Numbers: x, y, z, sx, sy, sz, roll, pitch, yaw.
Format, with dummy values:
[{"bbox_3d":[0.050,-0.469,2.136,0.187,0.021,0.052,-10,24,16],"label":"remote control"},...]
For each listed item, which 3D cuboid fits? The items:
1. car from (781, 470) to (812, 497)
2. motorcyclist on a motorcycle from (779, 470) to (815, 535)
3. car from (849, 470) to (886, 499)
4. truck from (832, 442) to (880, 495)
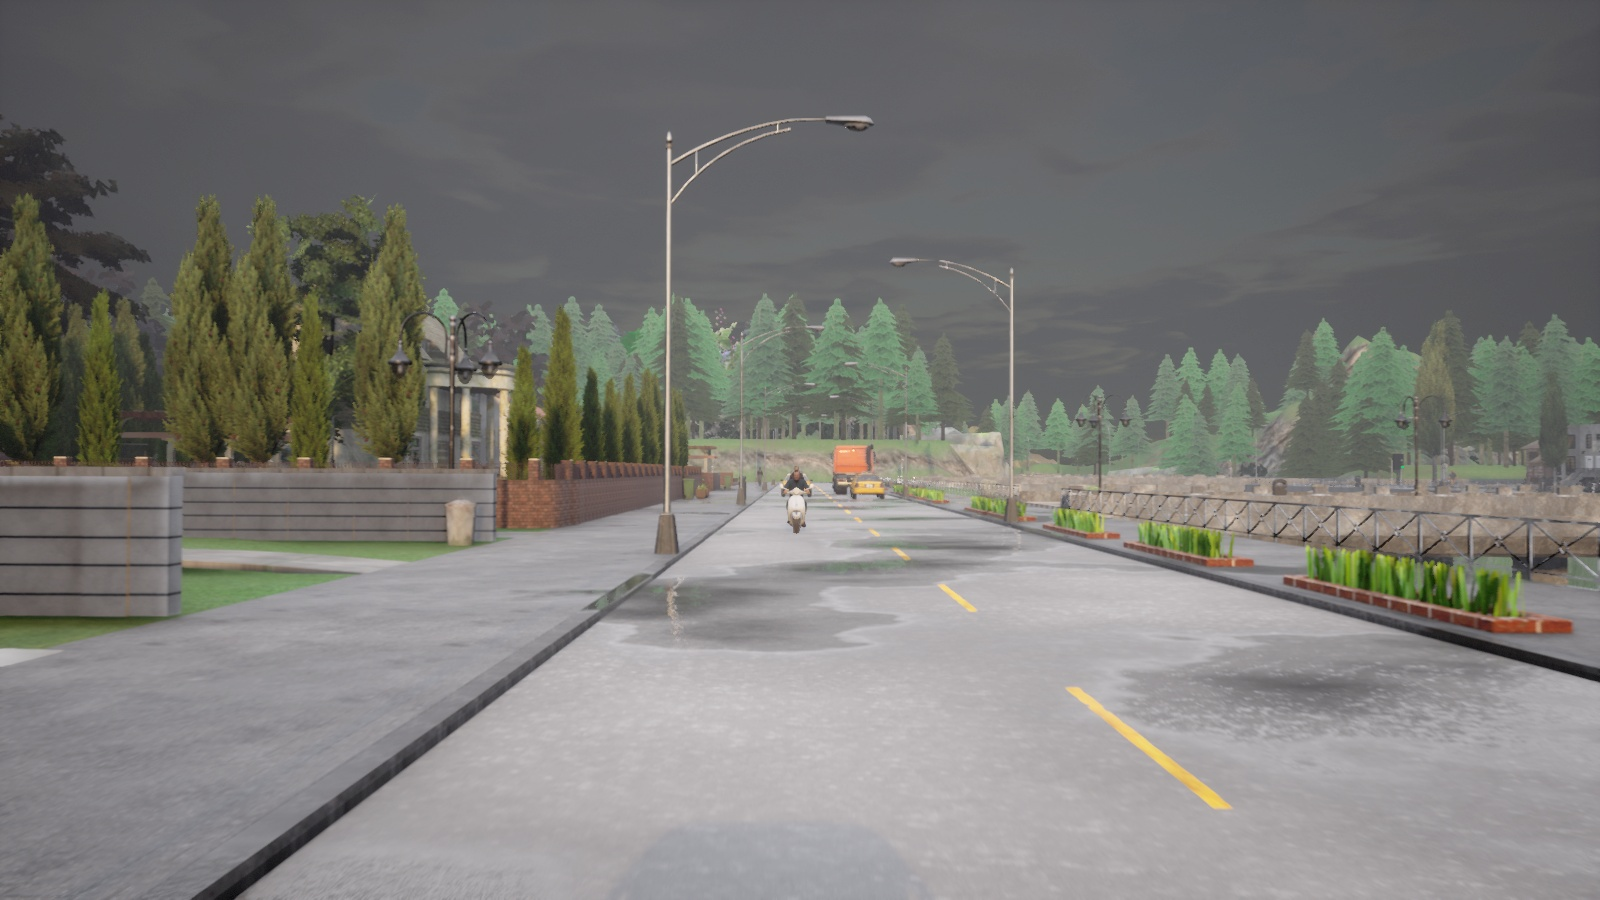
[{"bbox_3d":[-0.190,2.027,76.025,1.801,1.575,5.366,0,-1,0],"label":"car"},{"bbox_3d":[-0.078,1.298,31.652,0.866,1.590,1.817,0,-1,0],"label":"motorcyclist on a motorcycle"},{"bbox_3d":[3.823,1.938,71.648,1.801,1.575,5.366,0,-1,0],"label":"car"},{"bbox_3d":[3.781,1.271,86.814,2.891,3.462,7.936,0,-1,0],"label":"truck"}]
